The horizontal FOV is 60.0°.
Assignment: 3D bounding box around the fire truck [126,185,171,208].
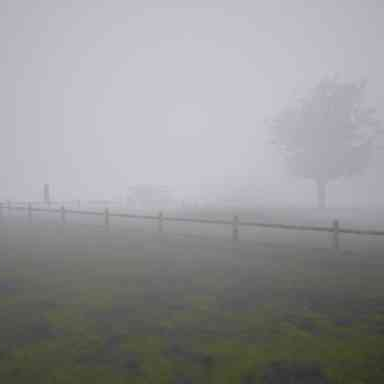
[{"bbox_3d":[-7.244,0.742,56.803,2.891,3.827,8.468,-1,-1,36],"label":"fire truck"}]
